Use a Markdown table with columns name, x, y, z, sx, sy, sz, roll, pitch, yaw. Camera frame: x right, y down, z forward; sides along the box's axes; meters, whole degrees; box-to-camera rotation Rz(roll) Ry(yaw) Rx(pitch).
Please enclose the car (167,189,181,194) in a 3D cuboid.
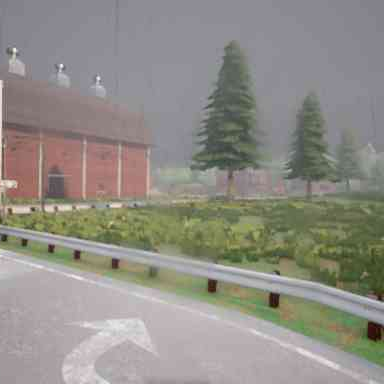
| name | x | y | z | sx | sy | sz | roll | pitch | yaw |
| --- | --- | --- | --- | --- | --- | --- | --- | --- | --- |
| car | -4.700 | 0.087 | 86.065 | 1.816 | 1.474 | 4.193 | 2 | 1 | 36 |
